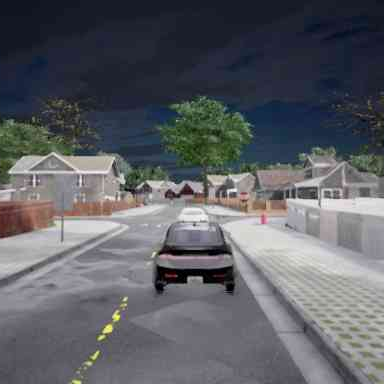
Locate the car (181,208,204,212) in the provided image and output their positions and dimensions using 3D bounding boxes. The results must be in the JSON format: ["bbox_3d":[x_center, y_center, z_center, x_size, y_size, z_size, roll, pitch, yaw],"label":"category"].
[{"bbox_3d":[0.024,1.642,19.643,1.812,1.442,4.674,0,0,0],"label":"car"}]

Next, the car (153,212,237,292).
[{"bbox_3d":[0.069,1.538,9.024,2.128,1.511,4.902,0,0,0],"label":"car"}]
